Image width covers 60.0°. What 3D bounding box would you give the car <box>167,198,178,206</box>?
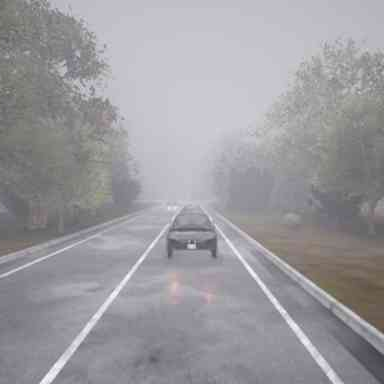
[{"bbox_3d":[-3.605,1.813,61.391,2.128,1.511,4.902,0,0,0],"label":"car"}]

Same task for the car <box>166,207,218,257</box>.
[{"bbox_3d":[0.011,1.603,13.487,2.128,1.511,4.902,0,0,0],"label":"car"}]

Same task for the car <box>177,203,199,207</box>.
[{"bbox_3d":[-0.002,1.754,28.429,1.994,1.385,4.181,0,0,0],"label":"car"}]
